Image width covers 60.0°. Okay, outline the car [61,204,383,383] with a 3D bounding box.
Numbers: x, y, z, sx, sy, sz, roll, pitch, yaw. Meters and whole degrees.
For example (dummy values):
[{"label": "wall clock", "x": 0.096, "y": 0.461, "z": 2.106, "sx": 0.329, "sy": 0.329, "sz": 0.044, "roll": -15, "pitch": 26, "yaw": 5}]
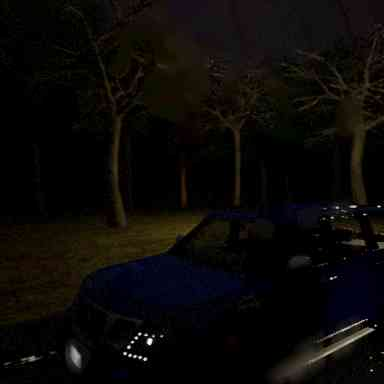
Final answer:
[{"label": "car", "x": 1.130, "y": 1.225, "z": 4.805, "sx": 5.566, "sy": 2.045, "sz": 2.150, "roll": 0, "pitch": 0, "yaw": -36}]
